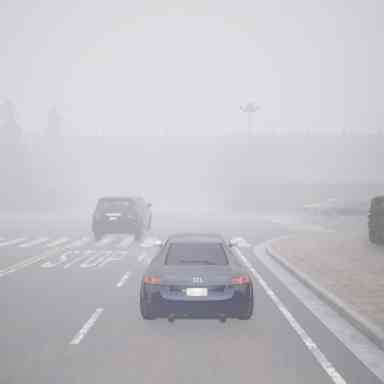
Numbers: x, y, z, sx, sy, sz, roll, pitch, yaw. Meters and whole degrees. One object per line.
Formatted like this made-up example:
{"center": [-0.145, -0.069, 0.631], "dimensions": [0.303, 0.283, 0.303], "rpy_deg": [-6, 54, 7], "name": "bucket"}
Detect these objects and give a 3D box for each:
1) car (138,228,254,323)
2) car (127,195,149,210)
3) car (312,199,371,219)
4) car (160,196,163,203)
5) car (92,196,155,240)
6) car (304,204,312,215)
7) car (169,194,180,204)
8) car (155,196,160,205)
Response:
{"center": [0.082, 1.564, 7.315], "dimensions": [1.994, 1.385, 4.181], "rpy_deg": [0, 0, 0], "name": "car"}
{"center": [-7.095, 1.352, 44.246], "dimensions": [2.097, 1.767, 4.553], "rpy_deg": [0, 0, 0], "name": "car"}
{"center": [13.101, 1.436, 27.960], "dimensions": [4.902, 1.511, 2.128], "rpy_deg": [0, 0, 0], "name": "car"}
{"center": [-7.008, 1.525, 69.007], "dimensions": [1.812, 1.442, 4.674], "rpy_deg": [0, 0, 0], "name": "car"}
{"center": [-3.404, 1.190, 17.036], "dimensions": [2.150, 2.045, 5.566], "rpy_deg": [0, 1, 0], "name": "car"}
{"center": [13.193, 1.422, 31.455], "dimensions": [5.008, 1.535, 1.882], "rpy_deg": [0, 0, 0], "name": "car"}
{"center": [-3.410, 1.352, 66.258], "dimensions": [2.097, 1.767, 4.553], "rpy_deg": [0, 0, 0], "name": "car"}
{"center": [-7.086, 1.601, 56.030], "dimensions": [1.895, 1.301, 4.718], "rpy_deg": [0, 0, 0], "name": "car"}
